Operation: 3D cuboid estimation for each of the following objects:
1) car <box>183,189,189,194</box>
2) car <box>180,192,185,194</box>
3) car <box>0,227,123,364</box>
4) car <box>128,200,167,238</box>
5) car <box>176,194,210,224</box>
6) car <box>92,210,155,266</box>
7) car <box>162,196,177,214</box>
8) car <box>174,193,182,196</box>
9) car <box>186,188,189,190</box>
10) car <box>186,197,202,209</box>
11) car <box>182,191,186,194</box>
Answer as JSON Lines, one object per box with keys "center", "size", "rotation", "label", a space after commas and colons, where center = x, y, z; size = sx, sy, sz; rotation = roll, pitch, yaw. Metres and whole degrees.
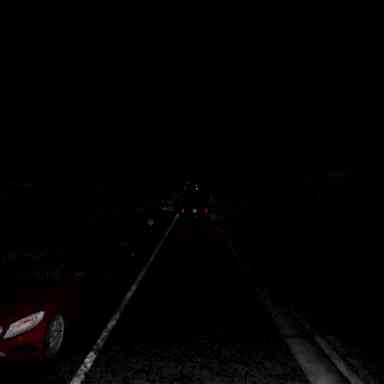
{"center": [-2.372, 0.621, 82.795], "size": [2.008, 1.369, 4.403], "rotation": [1, 1, 0], "label": "car"}
{"center": [-2.475, 1.194, 50.164], "size": [1.887, 1.381, 4.507], "rotation": [1, 1, 0], "label": "car"}
{"center": [-2.618, 1.566, 5.878], "size": [1.802, 1.307, 4.206], "rotation": [0, 0, 0], "label": "car"}
{"center": [-2.583, 1.387, 16.944], "size": [1.967, 1.590, 4.097], "rotation": [0, 0, 0], "label": "car"}
{"center": [0.175, 1.268, 24.156], "size": [2.097, 1.767, 4.553], "rotation": [0, 1, 0], "label": "car"}
{"center": [-2.600, 1.532, 11.411], "size": [1.947, 1.339, 4.313], "rotation": [0, 0, 0], "label": "car"}
{"center": [-2.530, 1.396, 33.557], "size": [2.008, 1.369, 4.403], "rotation": [1, 0, 0], "label": "car"}
{"center": [-2.493, 1.270, 44.629], "size": [1.887, 1.381, 4.507], "rotation": [1, 1, 0], "label": "car"}
{"center": [-2.354, 0.491, 88.272], "size": [1.752, 1.417, 4.829], "rotation": [1, 1, 0], "label": "car"}
{"center": [0.224, 1.366, 41.293], "size": [1.895, 1.301, 4.718], "rotation": [0, 1, 0], "label": "car"}
{"center": [-2.457, 1.090, 55.528], "size": [1.752, 1.417, 4.829], "rotation": [1, 1, 0], "label": "car"}
